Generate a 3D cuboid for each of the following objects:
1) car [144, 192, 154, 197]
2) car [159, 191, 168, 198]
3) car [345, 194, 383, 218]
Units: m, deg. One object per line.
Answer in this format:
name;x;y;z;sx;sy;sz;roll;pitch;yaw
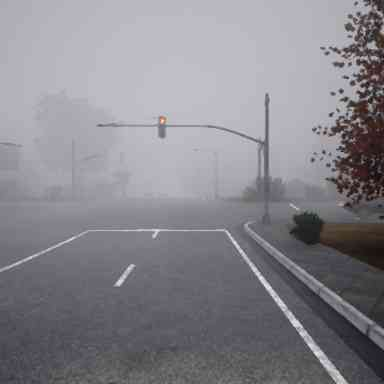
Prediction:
car;-10.499;0.676;80.688;1.895;1.301;4.718;0;-1;0
car;-6.999;0.559;80.720;1.882;1.535;5.008;0;-1;0
car;13.413;0.903;23.282;4.892;1.490;1.837;-1;1;12
